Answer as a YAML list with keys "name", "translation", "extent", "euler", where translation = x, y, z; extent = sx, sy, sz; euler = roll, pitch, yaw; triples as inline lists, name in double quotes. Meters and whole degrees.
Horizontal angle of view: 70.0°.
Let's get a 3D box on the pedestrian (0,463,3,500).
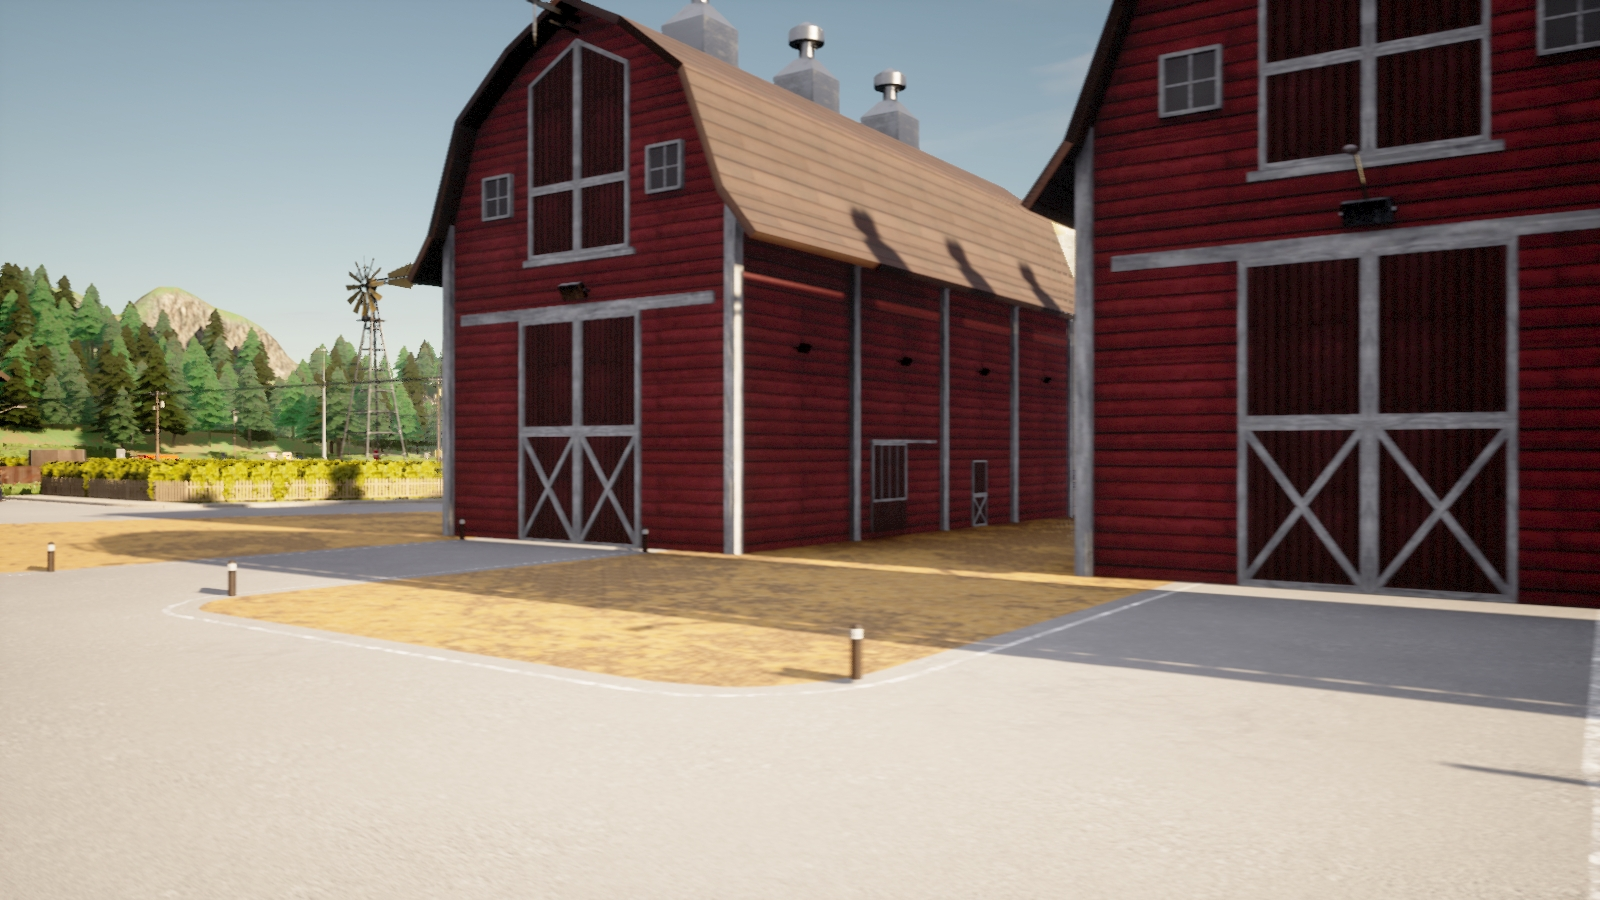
- name: "pedestrian"
  translation: [-41.282, 1.618, 58.852]
  extent: [0.375, 1.860, 0.375]
  euler: [0, 0, -40]
